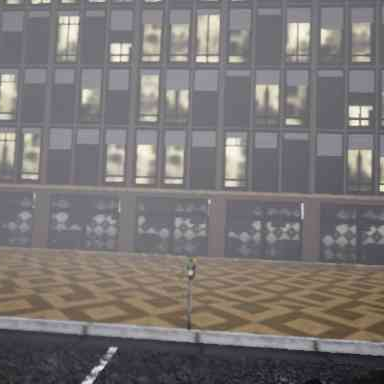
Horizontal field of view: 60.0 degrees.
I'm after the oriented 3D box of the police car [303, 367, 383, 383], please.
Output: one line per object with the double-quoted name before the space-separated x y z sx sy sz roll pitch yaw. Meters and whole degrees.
"police car" 3.296 1.685 1.959 5.238 1.638 1.930 2 -3 5
